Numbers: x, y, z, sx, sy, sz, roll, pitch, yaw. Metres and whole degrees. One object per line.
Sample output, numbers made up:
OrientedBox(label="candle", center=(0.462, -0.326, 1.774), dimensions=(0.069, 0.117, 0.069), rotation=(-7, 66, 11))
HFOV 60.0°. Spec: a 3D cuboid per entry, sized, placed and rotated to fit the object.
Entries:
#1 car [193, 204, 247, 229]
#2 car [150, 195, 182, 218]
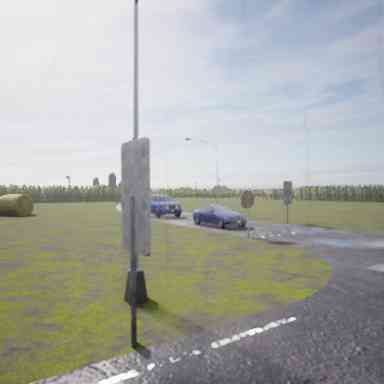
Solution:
OrientedBox(label="car", center=(1.706, 1.567, 22.332), dimensions=(1.812, 1.442, 4.674), rotation=(-1, 0, -30))
OrientedBox(label="car", center=(-2.927, 1.287, 31.163), dimensions=(2.150, 2.045, 5.566), rotation=(-1, 0, -27))
